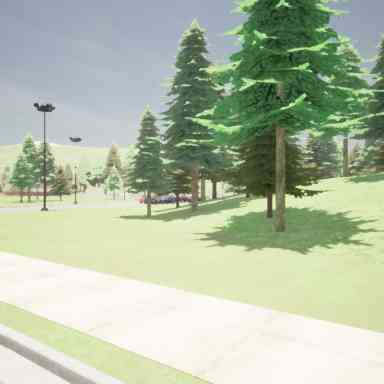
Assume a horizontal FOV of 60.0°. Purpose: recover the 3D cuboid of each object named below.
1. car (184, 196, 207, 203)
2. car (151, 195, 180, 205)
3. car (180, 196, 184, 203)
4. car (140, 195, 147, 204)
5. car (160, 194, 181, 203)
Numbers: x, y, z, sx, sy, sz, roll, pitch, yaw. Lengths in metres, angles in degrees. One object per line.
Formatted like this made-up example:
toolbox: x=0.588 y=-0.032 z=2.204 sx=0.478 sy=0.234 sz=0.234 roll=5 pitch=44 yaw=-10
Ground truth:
car: x=1.013 y=1.601 z=67.606 sx=1.895 sy=1.301 sz=4.718 roll=0 pitch=0 yaw=36
car: x=-4.903 y=1.601 z=59.459 sx=1.895 sy=1.301 sz=4.718 roll=0 pitch=0 yaw=37
car: x=-1.826 y=1.468 z=69.653 sx=1.882 sy=1.535 sz=5.008 roll=0 pitch=0 yaw=36
car: x=-6.894 y=1.352 z=62.666 sx=2.097 sy=1.767 sz=4.553 roll=0 pitch=0 yaw=37
car: x=-4.665 y=1.345 z=71.700 sx=2.097 sy=1.767 sz=4.553 roll=0 pitch=0 yaw=36
